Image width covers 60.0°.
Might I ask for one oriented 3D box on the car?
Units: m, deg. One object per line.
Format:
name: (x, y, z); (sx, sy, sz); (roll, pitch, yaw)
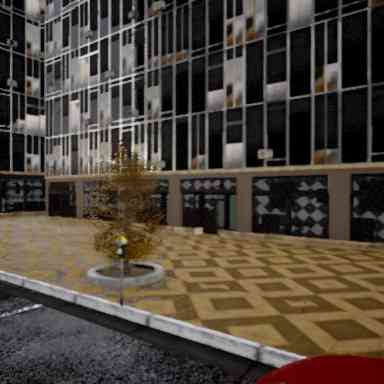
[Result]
car: (2.251, 1.544, 1.265); (4.507, 1.381, 1.887); (0, 0, 35)
